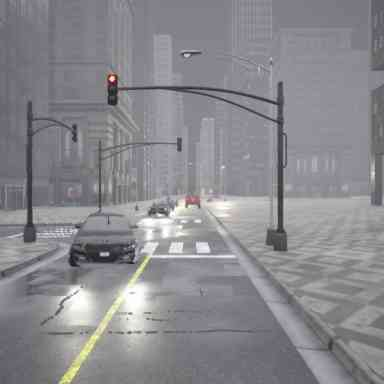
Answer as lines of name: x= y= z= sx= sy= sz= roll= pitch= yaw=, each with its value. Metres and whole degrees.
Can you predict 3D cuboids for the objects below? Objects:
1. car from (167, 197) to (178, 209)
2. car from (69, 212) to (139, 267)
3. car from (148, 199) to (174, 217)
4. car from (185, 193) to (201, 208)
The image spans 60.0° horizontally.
car: x=-3.084 y=1.603 z=41.281 sx=1.895 sy=1.301 sz=4.718 roll=0 pitch=0 yaw=0
car: x=-2.973 y=1.478 z=11.747 sx=1.882 sy=1.535 sz=5.008 roll=2 pitch=0 yaw=-13
car: x=-3.087 y=1.601 z=31.937 sx=1.895 sy=1.301 sz=4.718 roll=0 pitch=0 yaw=0
car: x=0.121 y=1.227 z=49.145 sx=2.150 sy=2.045 sz=5.566 roll=0 pitch=0 yaw=0
